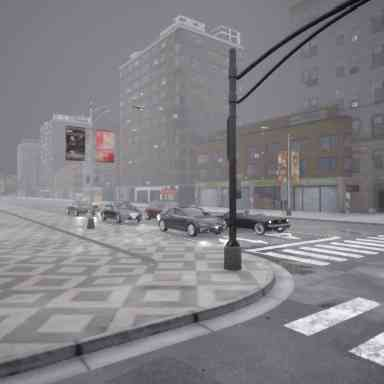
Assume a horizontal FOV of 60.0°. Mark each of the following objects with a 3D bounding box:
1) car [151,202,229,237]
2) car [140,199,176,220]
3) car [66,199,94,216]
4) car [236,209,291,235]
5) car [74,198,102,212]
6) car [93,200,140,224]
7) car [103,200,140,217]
[{"bbox_3d":[-0.181,1.558,18.728,1.837,1.490,4.892,0,0,-36],"label":"car"},{"bbox_3d":[-1.964,1.435,26.712,2.097,1.767,4.553,0,0,-36],"label":"car"},{"bbox_3d":[-11.529,1.627,34.344,1.837,1.490,4.892,0,0,-36],"label":"car"},{"bbox_3d":[3.363,1.648,19.388,1.895,1.301,4.718,0,0,-36],"label":"car"},{"bbox_3d":[-13.344,1.620,42.411,1.882,1.535,5.008,0,0,-36],"label":"car"},{"bbox_3d":[-5.679,1.581,26.286,2.128,1.511,4.902,0,0,-36],"label":"car"},{"bbox_3d":[-7.306,1.619,34.057,1.837,1.490,4.892,0,0,-36],"label":"car"}]
